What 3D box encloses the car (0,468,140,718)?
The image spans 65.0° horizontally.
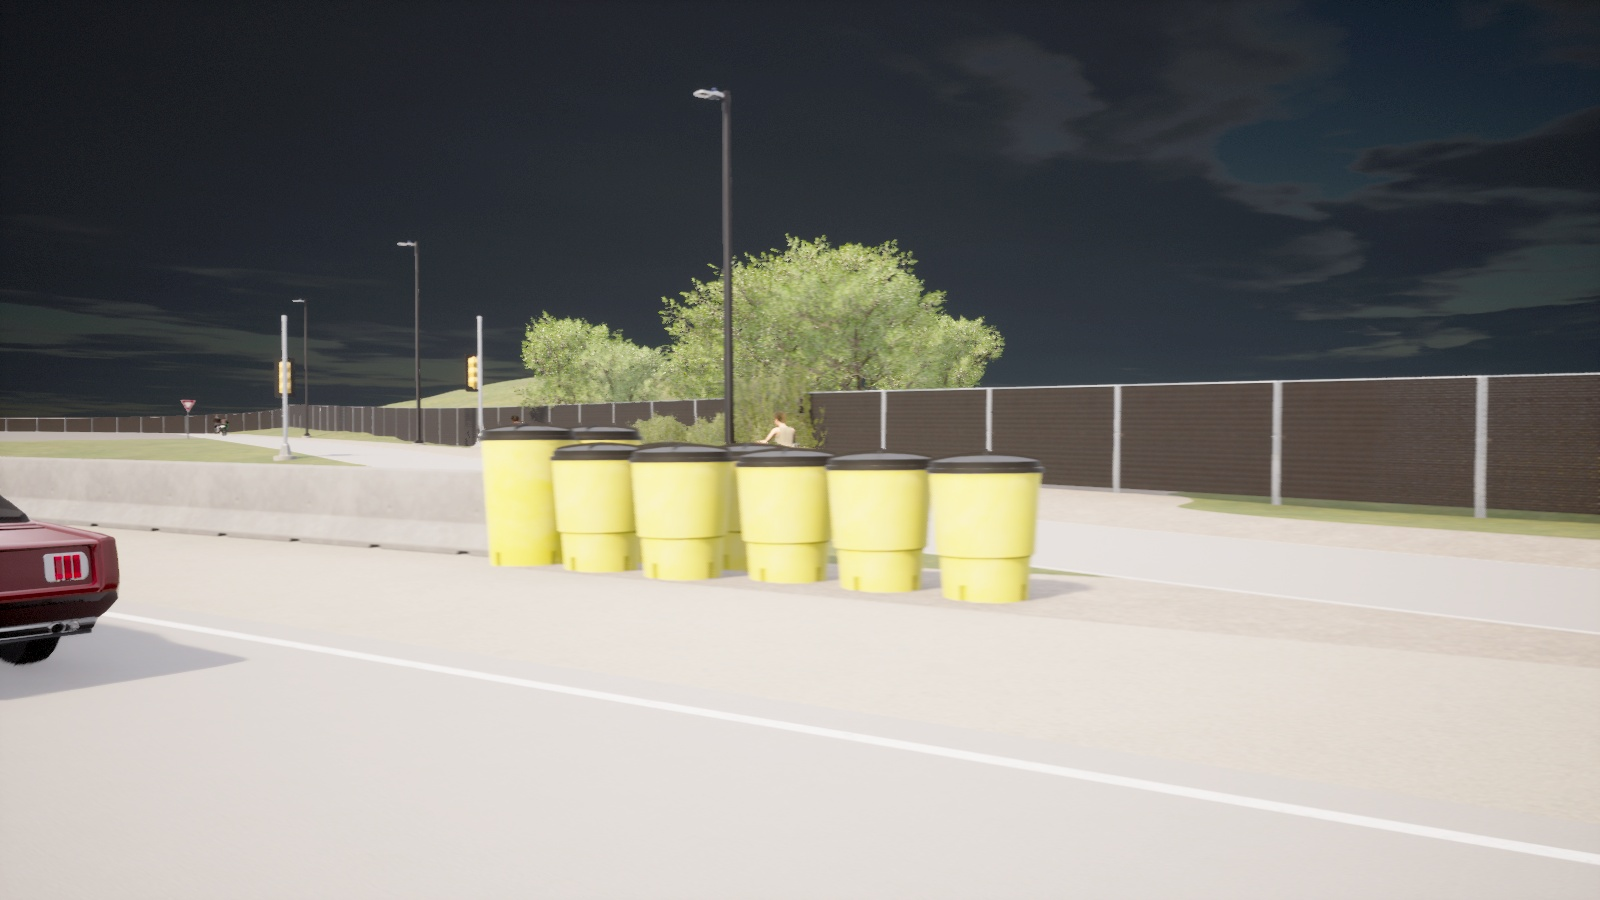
[{"bbox_3d":[-6.354,0.784,7.848,4.718,1.301,1.895,0,1,34],"label":"car"}]
